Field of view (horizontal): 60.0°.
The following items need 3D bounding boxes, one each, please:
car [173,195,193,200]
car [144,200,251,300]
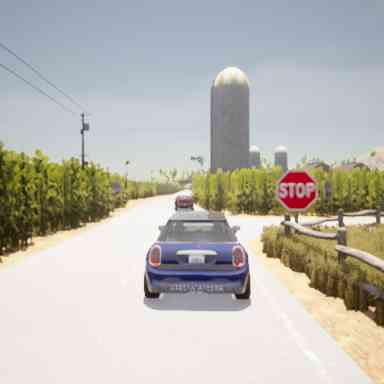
[{"bbox_3d":[-0.935,1.043,35.193,1.882,1.535,5.008,0,1,-5],"label":"car"},{"bbox_3d":[0.170,1.248,8.340,2.097,1.767,4.553,0,1,2],"label":"car"}]
